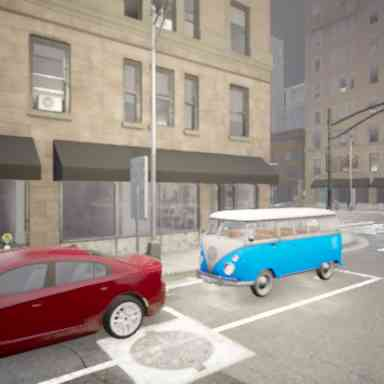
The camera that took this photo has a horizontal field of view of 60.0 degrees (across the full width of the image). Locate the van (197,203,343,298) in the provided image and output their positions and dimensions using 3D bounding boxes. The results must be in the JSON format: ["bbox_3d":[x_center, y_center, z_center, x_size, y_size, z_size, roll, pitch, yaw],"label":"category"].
[{"bbox_3d":[2.021,1.316,8.201,3.998,1.788,1.690,0,0,-35],"label":"van"}]

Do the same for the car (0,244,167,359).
[{"bbox_3d":[-2.526,1.542,4.960,4.507,1.381,1.887,0,0,-35],"label":"car"}]

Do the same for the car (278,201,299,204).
[{"bbox_3d":[8.197,1.468,27.167,1.994,1.385,4.181,0,0,-36],"label":"car"}]
